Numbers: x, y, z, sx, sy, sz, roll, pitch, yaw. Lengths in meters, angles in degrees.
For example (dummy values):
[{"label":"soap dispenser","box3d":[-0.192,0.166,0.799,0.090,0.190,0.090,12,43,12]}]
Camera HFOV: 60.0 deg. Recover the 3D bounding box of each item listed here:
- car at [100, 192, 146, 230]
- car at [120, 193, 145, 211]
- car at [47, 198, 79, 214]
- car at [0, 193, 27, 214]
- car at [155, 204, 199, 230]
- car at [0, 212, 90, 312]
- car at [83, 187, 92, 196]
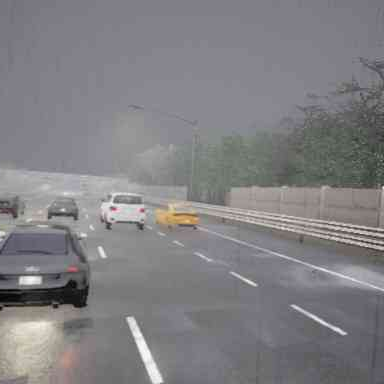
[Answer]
[{"label":"car","box3d":[-4.290,1.059,20.325,2.150,2.045,5.566,4,0,-19]},{"label":"car","box3d":[-7.065,1.110,39.091,2.097,1.767,4.553,4,0,-19]},{"label":"car","box3d":[-9.010,1.101,23.456,1.994,1.385,4.181,4,0,-19]},{"label":"car","box3d":[-12.070,0.824,21.641,1.837,1.490,4.892,4,0,-19]},{"label":"car","box3d":[-1.105,1.541,22.051,1.882,1.535,5.008,4,0,-19]},{"label":"car","box3d":[-3.318,1.386,7.352,1.994,1.385,4.181,4,0,-20]},{"label":"car","box3d":[-26.521,0.167,84.759,1.895,1.301,4.718,4,0,-19]}]
